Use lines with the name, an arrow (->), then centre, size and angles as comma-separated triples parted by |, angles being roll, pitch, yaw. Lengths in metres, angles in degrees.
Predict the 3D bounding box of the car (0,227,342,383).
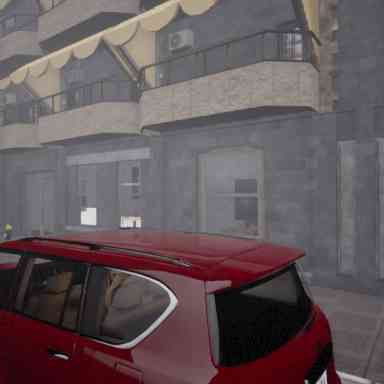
car -> -1.113, 1.315, 3.530 | 5.009, 1.841, 2.192 | 0, 0, 36
